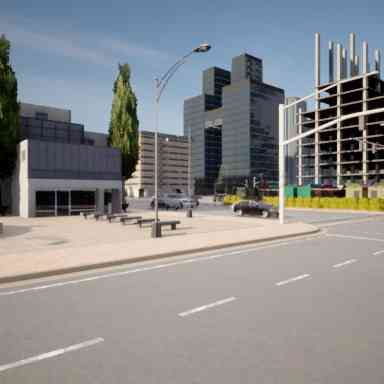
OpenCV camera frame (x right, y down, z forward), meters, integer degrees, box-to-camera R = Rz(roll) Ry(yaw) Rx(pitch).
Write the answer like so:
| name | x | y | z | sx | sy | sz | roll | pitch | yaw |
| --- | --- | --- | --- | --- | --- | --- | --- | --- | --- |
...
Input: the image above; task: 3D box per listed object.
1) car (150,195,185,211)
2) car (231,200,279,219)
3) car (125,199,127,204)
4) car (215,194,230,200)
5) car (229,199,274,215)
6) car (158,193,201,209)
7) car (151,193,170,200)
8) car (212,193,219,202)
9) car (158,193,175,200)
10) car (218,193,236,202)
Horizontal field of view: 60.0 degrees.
| name | x | y | z | sx | sy | sz | roll | pitch | yaw |
| --- | --- | --- | --- | --- | --- | --- | --- | --- | --- |
| car | -3.354 | 1.504 | 40.966 | 1.837 | 1.490 | 4.892 | 0 | 0 | -38 |
| car | 5.810 | 1.491 | 29.340 | 2.128 | 1.511 | 4.902 | 0 | 0 | -38 |
| car | -13.406 | 1.485 | 59.521 | 1.882 | 1.535 | 5.008 | 0 | 0 | -38 |
| car | 8.692 | 1.395 | 94.193 | 3.806 | 1.475 | 1.970 | 0 | 0 | -40 |
| car | 6.115 | 1.526 | 34.639 | 1.812 | 1.442 | 4.674 | 0 | 0 | -38 |
| car | -1.762 | 1.222 | 44.599 | 2.150 | 2.045 | 5.566 | 0 | 0 | -38 |
| car | -8.280 | 1.153 | 87.371 | 4.605 | 1.855 | 1.932 | 0 | 0 | -40 |
| car | 6.099 | 1.156 | 70.041 | 3.866 | 1.878 | 1.905 | 0 | 0 | -40 |
| car | -6.472 | 1.156 | 85.110 | 3.866 | 1.878 | 1.905 | 0 | 0 | -40 |
| car | 7.941 | 1.395 | 67.807 | 3.806 | 1.475 | 1.970 | 0 | 0 | -40 |
